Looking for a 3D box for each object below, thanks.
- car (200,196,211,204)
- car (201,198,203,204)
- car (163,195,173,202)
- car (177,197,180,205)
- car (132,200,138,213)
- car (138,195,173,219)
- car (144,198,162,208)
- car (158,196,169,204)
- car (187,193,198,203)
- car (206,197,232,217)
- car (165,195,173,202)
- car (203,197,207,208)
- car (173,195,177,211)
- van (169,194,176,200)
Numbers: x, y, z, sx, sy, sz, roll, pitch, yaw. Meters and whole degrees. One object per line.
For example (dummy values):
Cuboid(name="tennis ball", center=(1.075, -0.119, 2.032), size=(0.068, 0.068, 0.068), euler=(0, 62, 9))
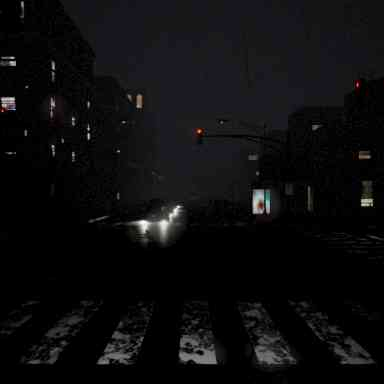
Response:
Cuboid(name="car", center=(2.726, 1.592, 66.017), size=(2.008, 1.369, 4.403), euler=(-1, 0, 0))
Cuboid(name="car", center=(2.715, 1.572, 48.927), size=(2.008, 1.369, 4.403), euler=(0, 0, 0))
Cuboid(name="car", center=(-5.649, 1.498, 77.402), size=(1.967, 1.590, 4.097), euler=(0, 0, 0))
Cuboid(name="car", center=(-3.066, 1.620, 47.604), size=(1.895, 1.301, 4.718), euler=(0, 0, 0))
Cuboid(name="car", center=(-5.673, 1.561, 37.526), size=(2.008, 1.369, 4.403), euler=(0, 0, 0))
Cuboid(name="car", center=(-3.080, 1.356, 28.998), size=(2.097, 1.767, 4.553), euler=(0, 0, 0))
Cuboid(name="car", center=(-5.665, 1.572, 48.920), size=(2.008, 1.369, 4.403), euler=(0, 0, 0))
Cuboid(name="car", center=(-5.655, 1.566, 65.840), size=(1.752, 1.417, 4.829), euler=(0, 0, 0))
Cuboid(name="car", center=(0.130, 1.269, 70.549), size=(2.150, 2.045, 5.566), euler=(0, 0, 0))
Cuboid(name="car", center=(2.704, 1.446, 31.836), size=(1.967, 1.590, 4.097), euler=(0, 0, 0))
Cuboid(name="car", center=(-5.645, 1.593, 82.929), size=(1.752, 1.417, 4.829), euler=(-1, 0, 0))
Cuboid(name="car", center=(2.712, 1.597, 43.230), size=(1.802, 1.307, 4.206), euler=(0, 0, 0))
Cuboid(name="car", center=(-3.073, 1.489, 38.209), size=(1.882, 1.535, 5.008), euler=(0, 0, 0))
Cuboid(name="van", center=(-5.639, 1.431, 94.493), size=(1.690, 1.788, 3.998), euler=(-1, 0, 0))
